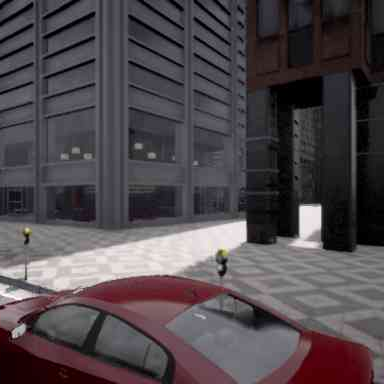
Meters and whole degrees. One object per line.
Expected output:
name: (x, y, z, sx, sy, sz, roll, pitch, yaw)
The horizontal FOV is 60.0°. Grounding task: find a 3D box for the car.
car: (-0.622, 1.560, 3.403, 4.507, 1.381, 1.887, 0, 0, 35)
